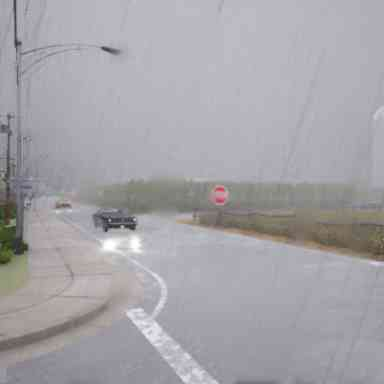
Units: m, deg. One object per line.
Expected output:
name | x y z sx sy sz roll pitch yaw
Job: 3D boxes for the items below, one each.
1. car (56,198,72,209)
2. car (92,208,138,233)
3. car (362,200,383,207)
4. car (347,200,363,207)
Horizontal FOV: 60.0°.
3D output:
car | -18.242 1.603 47.297 1.882 1.535 5.008 1 -1 -27
car | -4.887 1.679 20.784 1.895 1.301 4.718 1 0 -26
car | 25.623 1.888 44.603 4.892 1.490 1.837 0 0 -27
car | 24.068 1.880 47.293 4.902 1.511 2.128 0 0 -27
